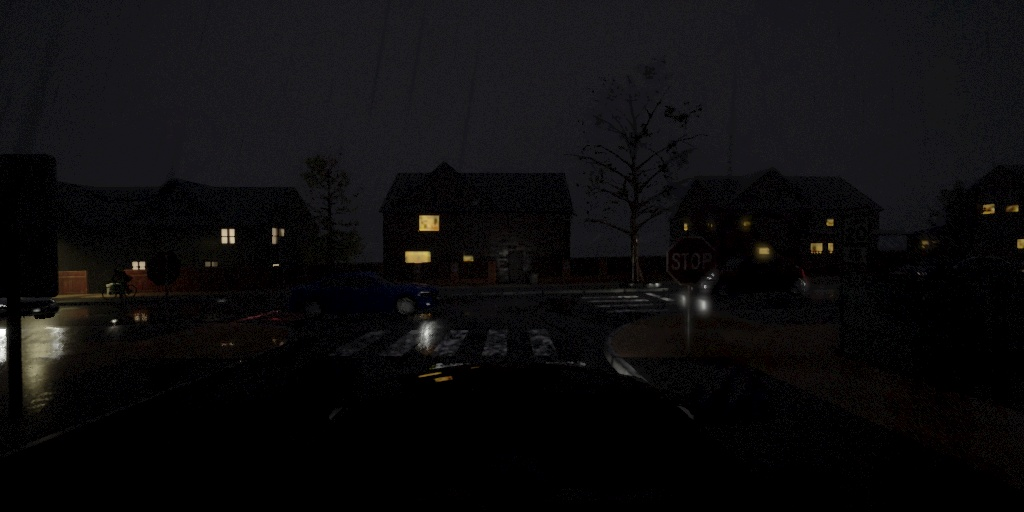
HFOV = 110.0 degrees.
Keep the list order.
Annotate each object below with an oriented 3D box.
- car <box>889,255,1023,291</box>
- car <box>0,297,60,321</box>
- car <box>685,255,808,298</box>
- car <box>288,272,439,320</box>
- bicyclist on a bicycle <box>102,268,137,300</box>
[{"bbox_3d":[19.545,0.711,15.817,4.902,1.511,2.128,-1,1,0],"label":"car"},{"bbox_3d":[-19.127,1.702,12.659,4.674,1.442,1.812,-1,1,0],"label":"car"},{"bbox_3d":[10.112,0.794,15.767,4.553,1.767,2.097,-1,1,0],"label":"car"},{"bbox_3d":[-5.150,1.305,12.749,5.008,1.535,1.882,-2,0,0],"label":"car"},{"bbox_3d":[-20.232,1.415,18.500,0.582,1.620,1.656,-1,1,0],"label":"bicyclist on a bicycle"}]
